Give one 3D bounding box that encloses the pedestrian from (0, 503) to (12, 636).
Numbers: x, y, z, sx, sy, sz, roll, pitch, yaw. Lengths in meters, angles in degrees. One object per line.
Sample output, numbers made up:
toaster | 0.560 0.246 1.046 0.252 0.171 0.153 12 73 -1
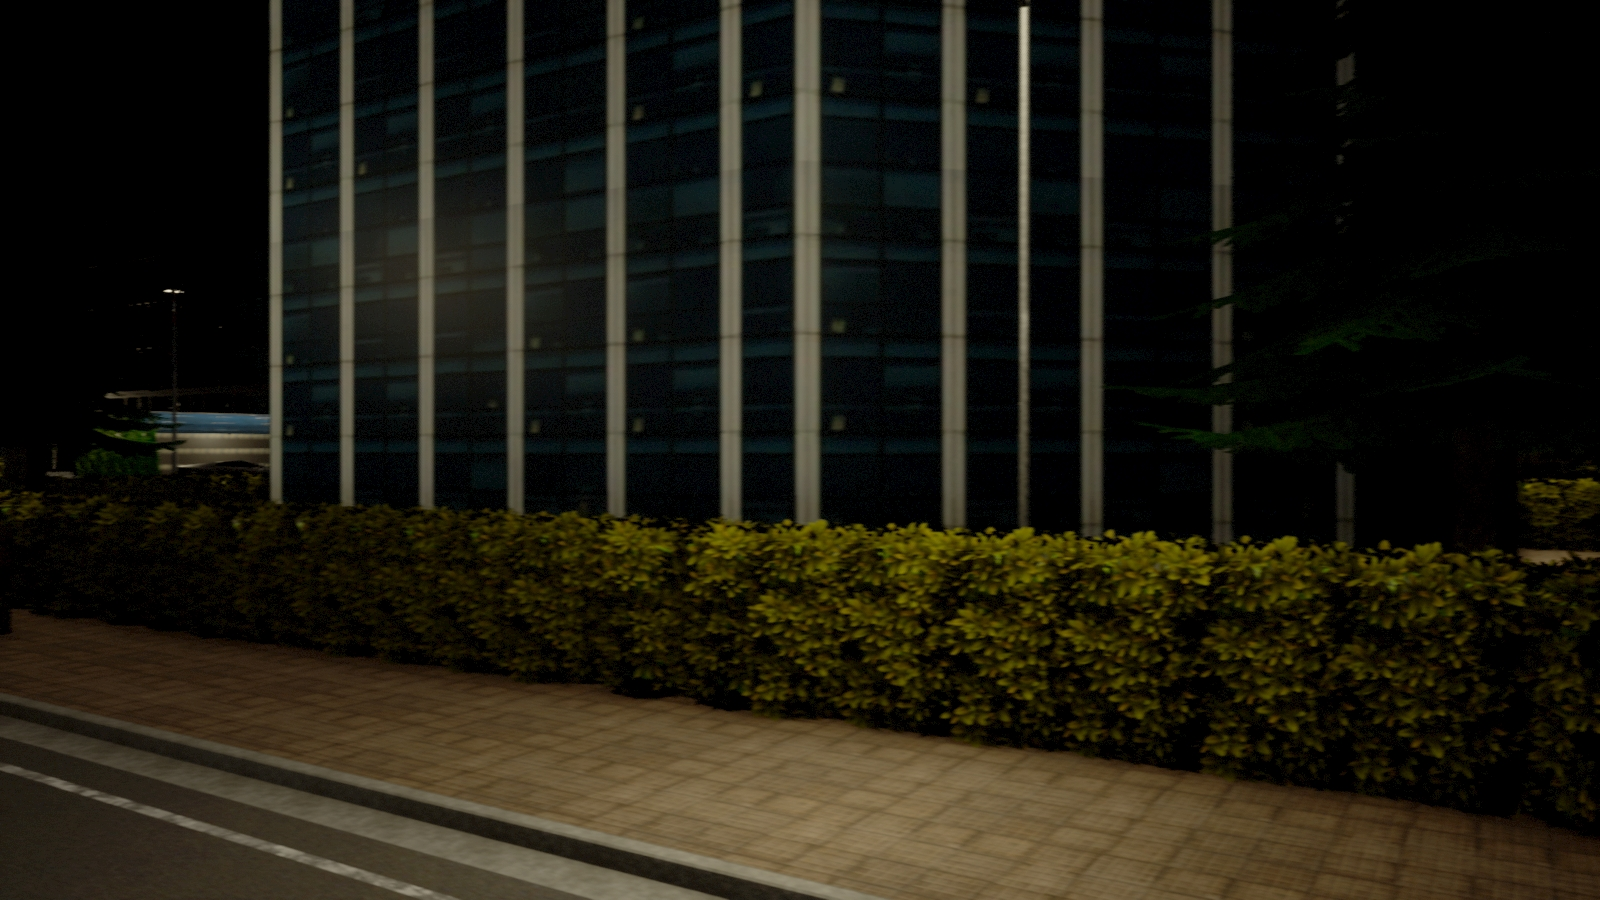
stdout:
pedestrian | -11.464 1.693 16.170 0.375 1.860 0.375 0 0 22
